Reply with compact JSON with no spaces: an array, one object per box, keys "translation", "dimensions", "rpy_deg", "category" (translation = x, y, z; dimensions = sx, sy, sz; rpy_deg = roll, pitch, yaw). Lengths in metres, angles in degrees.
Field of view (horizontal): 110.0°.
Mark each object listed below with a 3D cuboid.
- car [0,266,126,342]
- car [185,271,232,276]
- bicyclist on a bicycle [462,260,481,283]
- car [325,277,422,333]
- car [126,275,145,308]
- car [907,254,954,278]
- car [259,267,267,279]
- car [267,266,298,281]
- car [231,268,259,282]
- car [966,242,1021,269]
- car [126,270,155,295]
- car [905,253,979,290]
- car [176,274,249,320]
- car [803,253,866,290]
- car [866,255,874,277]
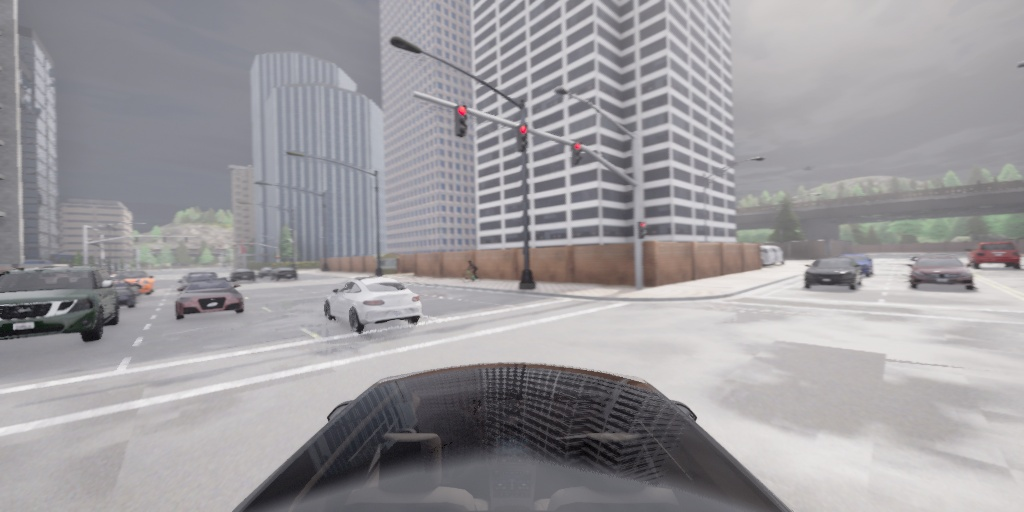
[{"translation":[-13.205,1.327,10.375],"dimensions":[2.150,2.045,5.566],"rpy_deg":[-2,0,-42],"category":"car"},{"translation":[-18.476,1.739,21.401],"dimensions":[2.128,1.511,4.902],"rpy_deg":[-2,0,-42],"category":"car"},{"translation":[-2.888,1.128,25.763],"dimensions":[1.656,1.620,0.582],"rpy_deg":[-2,0,-42],"category":"bicyclist on a bicycle"},{"translation":[-4.483,1.396,11.375],"dimensions":[1.812,1.442,4.674],"rpy_deg":[-1,0,-40],"category":"car"},{"translation":[-19.518,1.839,17.346],"dimensions":[1.994,1.385,4.181],"rpy_deg":[-2,0,-42],"category":"car"},{"translation":[27.569,0.608,23.737],"dimensions":[4.718,1.301,1.895],"rpy_deg":[-2,0,-42],"category":"car"},{"translation":[-31.957,2.135,46.931],"dimensions":[1.812,1.442,4.674],"rpy_deg":[-2,0,-42],"category":"car"},{"translation":[-24.962,1.899,39.252],"dimensions":[1.882,1.535,5.008],"rpy_deg":[-2,0,-42],"category":"car"},{"translation":[-28.712,2.000,38.189],"dimensions":[1.882,1.535,5.008],"rpy_deg":[-2,0,-42],"category":"car"},{"translation":[37.986,-0.052,28.357],"dimensions":[5.566,2.045,2.150],"rpy_deg":[-2,0,-43],"category":"car"},{"translation":[-26.267,1.809,24.788],"dimensions":[2.097,1.767,4.553],"rpy_deg":[-2,0,-42],"category":"car"},{"translation":[20.191,0.732,17.017],"dimensions":[4.674,1.442,1.812],"rpy_deg":[-2,0,-43],"category":"car"},{"translation":[-12.417,1.648,14.728],"dimensions":[1.994,1.385,4.181],"rpy_deg":[-2,0,-42],"category":"car"},{"translation":[16.338,0.787,18.235],"dimensions":[5.008,1.535,1.882],"rpy_deg":[-2,0,-42],"category":"car"},{"translation":[23.738,0.588,24.991],"dimensions":[5.008,1.535,1.882],"rpy_deg":[-2,0,-42],"category":"car"}]
